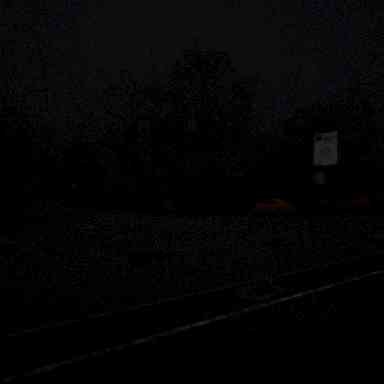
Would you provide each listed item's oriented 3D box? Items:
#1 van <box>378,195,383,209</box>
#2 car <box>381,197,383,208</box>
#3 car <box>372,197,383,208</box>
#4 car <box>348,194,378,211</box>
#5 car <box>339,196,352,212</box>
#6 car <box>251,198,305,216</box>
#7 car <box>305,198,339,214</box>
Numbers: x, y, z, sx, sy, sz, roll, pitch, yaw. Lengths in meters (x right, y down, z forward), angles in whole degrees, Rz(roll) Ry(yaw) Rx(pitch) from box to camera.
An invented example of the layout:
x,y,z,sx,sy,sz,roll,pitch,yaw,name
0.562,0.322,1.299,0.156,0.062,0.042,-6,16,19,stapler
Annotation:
x,y,z,sx,sy,sz,roll,pitch,yaw,name
21.419,1.253,41.900,1.878,1.987,4.442,0,0,-35,van
30.557,1.565,48.275,2.097,1.535,5.008,1,0,-36,car
28.395,1.540,46.509,1.946,1.575,5.366,1,0,-36,car
19.240,1.336,40.165,2.185,1.767,4.553,0,0,-35,car
14.685,1.472,36.961,2.002,1.452,4.674,0,0,-35,car
7.883,1.412,32.109,2.097,1.535,5.008,0,0,-35,car
12.413,1.421,35.347,2.097,1.535,5.008,0,0,-35,car
